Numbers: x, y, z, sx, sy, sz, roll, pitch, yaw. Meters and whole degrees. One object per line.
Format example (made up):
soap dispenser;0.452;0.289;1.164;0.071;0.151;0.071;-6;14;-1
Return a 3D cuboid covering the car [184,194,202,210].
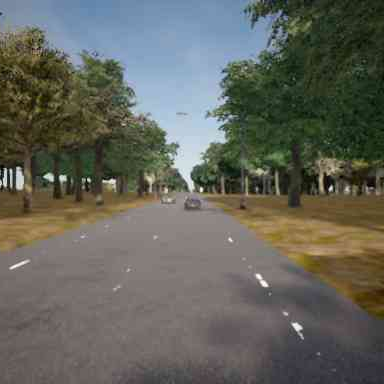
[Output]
car;0.079;1.224;37.322;2.128;1.511;4.902;0;0;0

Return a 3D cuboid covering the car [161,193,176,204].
car;-3.599;0.965;52.004;2.097;1.767;4.553;0;0;0

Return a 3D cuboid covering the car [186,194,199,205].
car;0.072;1.135;50.056;1.837;1.490;4.892;0;1;0
